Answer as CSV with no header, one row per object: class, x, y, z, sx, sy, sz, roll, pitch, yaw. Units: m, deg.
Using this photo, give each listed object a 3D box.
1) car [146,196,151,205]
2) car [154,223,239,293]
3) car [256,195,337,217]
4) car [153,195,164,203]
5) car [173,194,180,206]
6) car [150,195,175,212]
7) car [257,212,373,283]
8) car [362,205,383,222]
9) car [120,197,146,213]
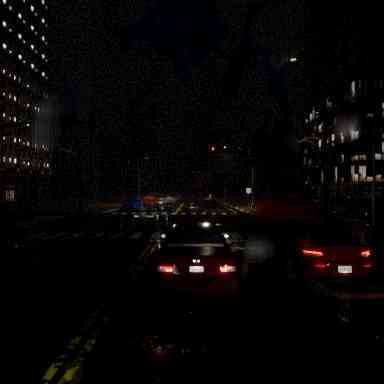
car,-6.683,1.424,51.427,1.882,1.535,5.008,0,0,0
car,0.085,1.544,8.974,2.033,1.411,5.357,0,0,0
car,7.429,1.256,24.023,5.566,2.045,2.150,1,1,10
car,-6.688,1.390,67.138,1.882,1.535,5.008,0,0,0
car,-3.434,1.488,53.738,2.033,1.411,5.357,0,0,0
car,-3.277,1.463,37.734,2.128,1.511,4.902,0,0,-2
car,3.334,1.522,9.559,1.812,1.442,4.674,0,0,0
car,16.075,1.617,26.858,4.181,1.385,1.994,0,0,1
car,-6.662,1.450,36.811,1.882,1.535,5.008,0,0,0
